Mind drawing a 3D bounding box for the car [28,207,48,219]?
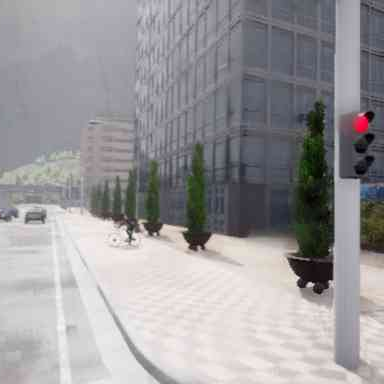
[{"bbox_3d":[-20.264,2.732,43.859,2.128,1.511,4.902,2,-2,-23],"label":"car"}]

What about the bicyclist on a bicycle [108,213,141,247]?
[{"bbox_3d":[-3.260,1.856,16.171,1.656,1.620,0.582,2,-2,-23],"label":"bicyclist on a bicycle"}]

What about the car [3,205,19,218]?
[{"bbox_3d":[-24.364,2.522,44.315,2.097,1.767,4.553,2,-2,-23],"label":"car"}]

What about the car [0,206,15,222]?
[{"bbox_3d":[-20.797,2.535,36.064,1.895,1.301,4.718,2,-2,-23],"label":"car"}]

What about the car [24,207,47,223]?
[{"bbox_3d":[-16.576,2.483,35.205,2.128,1.511,4.902,2,-2,-23],"label":"car"}]
